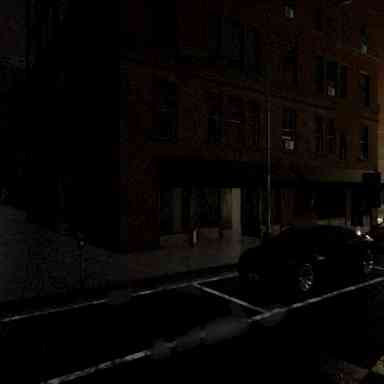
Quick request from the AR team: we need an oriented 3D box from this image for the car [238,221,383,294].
[{"bbox_3d":[3.175,1.566,8.809,4.313,1.339,1.947,0,0,-36],"label":"car"}]
